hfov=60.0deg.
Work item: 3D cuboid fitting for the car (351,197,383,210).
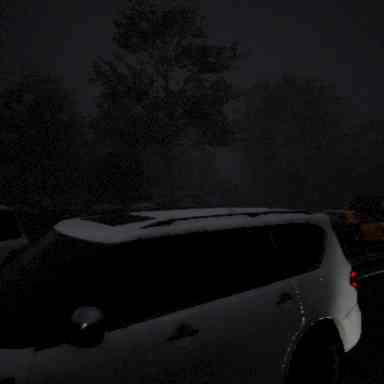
[{"bbox_3d":[23.804,1.480,43.339,1.946,1.575,5.366,0,0,-36],"label":"car"}]

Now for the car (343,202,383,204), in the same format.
[{"bbox_3d":[8.810,1.486,16.799,2.163,1.488,4.792,0,0,-36],"label":"car"}]

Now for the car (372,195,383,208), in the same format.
[{"bbox_3d":[28.193,1.362,46.743,2.185,1.767,4.553,0,0,-36],"label":"car"}]

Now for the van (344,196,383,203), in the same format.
[{"bbox_3d":[11.175,1.233,18.311,1.878,1.987,4.442,0,0,-36],"label":"van"}]

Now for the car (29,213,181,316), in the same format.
[{"bbox_3d":[-2.565,1.463,8.622,2.231,1.521,4.892,0,0,-35],"label":"car"}]

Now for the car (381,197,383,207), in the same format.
[{"bbox_3d":[30.487,1.520,48.310,2.163,1.488,4.792,0,0,-36],"label":"car"}]

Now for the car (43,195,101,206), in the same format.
[{"bbox_3d":[-8.024,1.208,20.770,2.435,2.045,5.566,0,0,-36],"label":"car"}]

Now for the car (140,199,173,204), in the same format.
[{"bbox_3d":[-3.607,1.495,23.959,2.002,1.452,4.674,0,0,-36],"label":"car"}]

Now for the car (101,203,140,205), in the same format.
[{"bbox_3d":[-5.770,1.457,22.409,2.097,1.535,5.008,0,0,-36],"label":"car"}]

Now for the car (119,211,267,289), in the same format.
[{"bbox_3d":[-0.275,1.487,10.229,2.163,1.488,4.792,0,0,-36],"label":"car"}]

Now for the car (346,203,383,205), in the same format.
[{"bbox_3d":[6.439,1.451,15.295,1.946,1.575,5.366,0,0,-36],"label":"car"}]

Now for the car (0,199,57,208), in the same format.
[{"bbox_3d":[-4.868,1.217,7.015,2.435,2.045,5.566,0,0,-36],"label":"car"}]

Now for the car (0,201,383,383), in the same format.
[{"bbox_3d":[-0.574,1.219,3.275,5.566,2.045,2.150,0,0,-35],"label":"car"}]

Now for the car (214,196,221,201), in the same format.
[{"bbox_3d":[0.938,1.207,27.178,2.435,2.045,5.566,0,0,-36],"label":"car"}]

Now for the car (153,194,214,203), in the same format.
[{"bbox_3d":[-1.227,1.204,25.629,2.435,2.045,5.566,0,0,-36],"label":"car"}]

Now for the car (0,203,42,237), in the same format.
[{"bbox_3d":[-10.320,1.493,19.197,2.163,1.488,4.792,0,0,-36],"label":"car"}]
